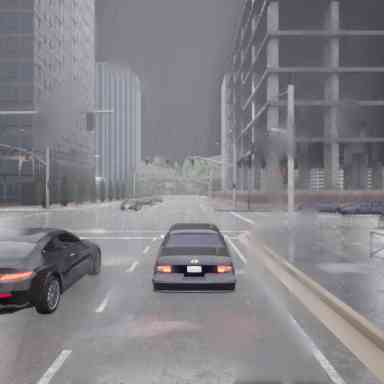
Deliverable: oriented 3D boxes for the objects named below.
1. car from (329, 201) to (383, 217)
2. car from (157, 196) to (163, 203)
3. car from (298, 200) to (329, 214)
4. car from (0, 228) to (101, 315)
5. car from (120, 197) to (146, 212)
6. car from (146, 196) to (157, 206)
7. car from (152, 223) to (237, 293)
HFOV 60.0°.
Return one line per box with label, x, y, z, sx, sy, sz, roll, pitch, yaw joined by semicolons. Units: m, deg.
car;15.847;1.492;30.283;5.357;1.411;2.033;0;0;0
car;-7.130;1.557;69.177;1.994;1.385;4.181;0;0;0
car;12.980;1.508;33.767;4.181;1.385;1.994;0;0;0
car;-3.454;1.526;7.459;1.812;1.442;4.674;0;0;0
car;-7.172;1.487;39.202;2.128;1.511;4.902;0;0;0
car;-7.189;1.506;53.596;1.837;1.490;4.892;0;0;0
car;0.054;1.547;8.976;2.033;1.411;5.357;0;0;0
